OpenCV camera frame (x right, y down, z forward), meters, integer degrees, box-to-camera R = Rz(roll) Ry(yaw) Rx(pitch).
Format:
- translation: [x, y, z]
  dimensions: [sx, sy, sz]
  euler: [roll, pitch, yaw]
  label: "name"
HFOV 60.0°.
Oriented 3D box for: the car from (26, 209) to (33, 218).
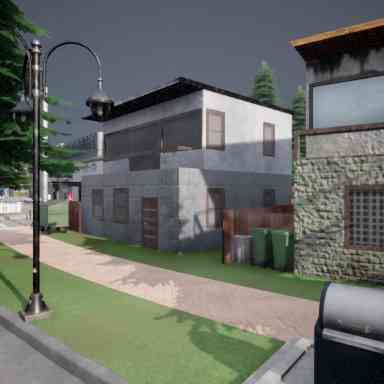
- translation: [-11.237, 1.620, 27.904]
  dimensions: [4.718, 1.301, 1.895]
  euler: [0, 0, -36]
  label: "car"
